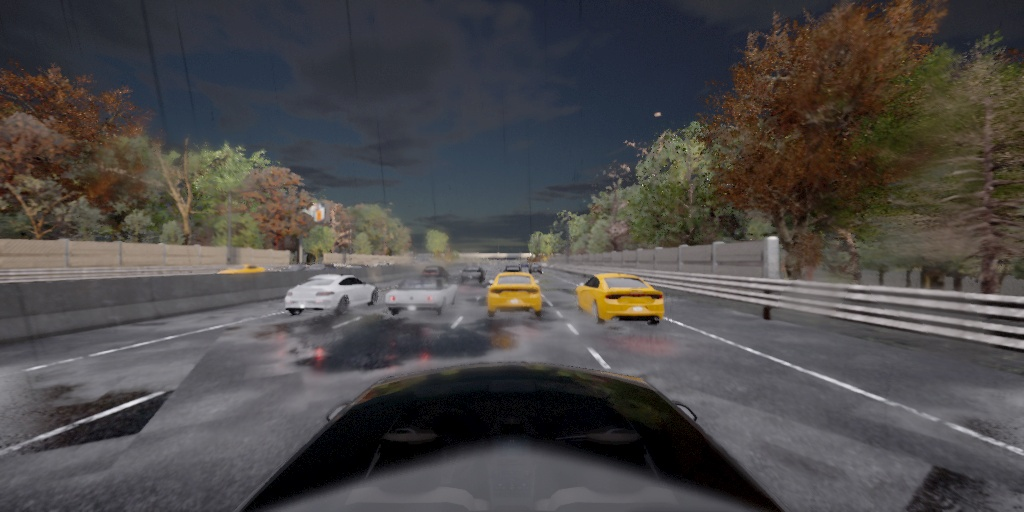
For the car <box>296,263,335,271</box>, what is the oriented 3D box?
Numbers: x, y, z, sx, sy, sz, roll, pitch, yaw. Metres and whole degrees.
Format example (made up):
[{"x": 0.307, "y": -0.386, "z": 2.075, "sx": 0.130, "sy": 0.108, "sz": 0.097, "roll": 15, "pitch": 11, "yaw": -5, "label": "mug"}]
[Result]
[{"x": -21.095, "y": 1.588, "z": 39.394, "sx": 2.097, "sy": 1.767, "sz": 4.553, "roll": 0, "pitch": -1, "yaw": 0, "label": "car"}]

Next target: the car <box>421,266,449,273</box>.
[{"x": -6.906, "y": 1.649, "z": 32.409, "sx": 1.837, "sy": 1.490, "sz": 4.892, "roll": 0, "pitch": -1, "yaw": 0, "label": "car"}]

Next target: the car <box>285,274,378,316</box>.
[{"x": -6.902, "y": 1.433, "z": 14.119, "sx": 1.812, "sy": 1.442, "sz": 4.674, "roll": 0, "pitch": -1, "yaw": 0, "label": "car"}]

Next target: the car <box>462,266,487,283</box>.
[{"x": -3.403, "y": 1.635, "z": 32.342, "sx": 2.128, "sy": 1.511, "sz": 4.902, "roll": 0, "pitch": -1, "yaw": 0, "label": "car"}]

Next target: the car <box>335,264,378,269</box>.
[{"x": -17.599, "y": 1.803, "z": 40.867, "sx": 2.033, "sy": 1.411, "sz": 5.357, "roll": 0, "pitch": -1, "yaw": 0, "label": "car"}]

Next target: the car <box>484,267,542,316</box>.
[{"x": 0.098, "y": 1.388, "z": 14.303, "sx": 1.882, "sy": 1.535, "sz": 5.008, "roll": 0, "pitch": -1, "yaw": 0, "label": "car"}]

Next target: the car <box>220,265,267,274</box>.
[{"x": -28.095, "y": 1.690, "z": 37.601, "sx": 1.882, "sy": 1.535, "sz": 5.008, "roll": 0, "pitch": -1, "yaw": 0, "label": "car"}]

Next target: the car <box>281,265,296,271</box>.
[{"x": -24.590, "y": 1.754, "z": 41.428, "sx": 2.128, "sy": 1.511, "sz": 4.902, "roll": 0, "pitch": -1, "yaw": 0, "label": "car"}]

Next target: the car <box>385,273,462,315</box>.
[{"x": -3.403, "y": 1.513, "z": 14.437, "sx": 1.895, "sy": 1.301, "sz": 4.718, "roll": 0, "pitch": -1, "yaw": 0, "label": "car"}]

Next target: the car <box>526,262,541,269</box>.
[{"x": 3.488, "y": 1.962, "z": 55.125, "sx": 1.812, "sy": 1.442, "sz": 4.674, "roll": 0, "pitch": -1, "yaw": 0, "label": "car"}]

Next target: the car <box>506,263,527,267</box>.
[{"x": 0.095, "y": 1.649, "z": 32.381, "sx": 1.837, "sy": 1.490, "sz": 4.892, "roll": 0, "pitch": -1, "yaw": 0, "label": "car"}]

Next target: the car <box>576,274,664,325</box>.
[{"x": 3.505, "y": 1.357, "z": 12.482, "sx": 1.882, "sy": 1.535, "sz": 5.008, "roll": 0, "pitch": -1, "yaw": 0, "label": "car"}]
